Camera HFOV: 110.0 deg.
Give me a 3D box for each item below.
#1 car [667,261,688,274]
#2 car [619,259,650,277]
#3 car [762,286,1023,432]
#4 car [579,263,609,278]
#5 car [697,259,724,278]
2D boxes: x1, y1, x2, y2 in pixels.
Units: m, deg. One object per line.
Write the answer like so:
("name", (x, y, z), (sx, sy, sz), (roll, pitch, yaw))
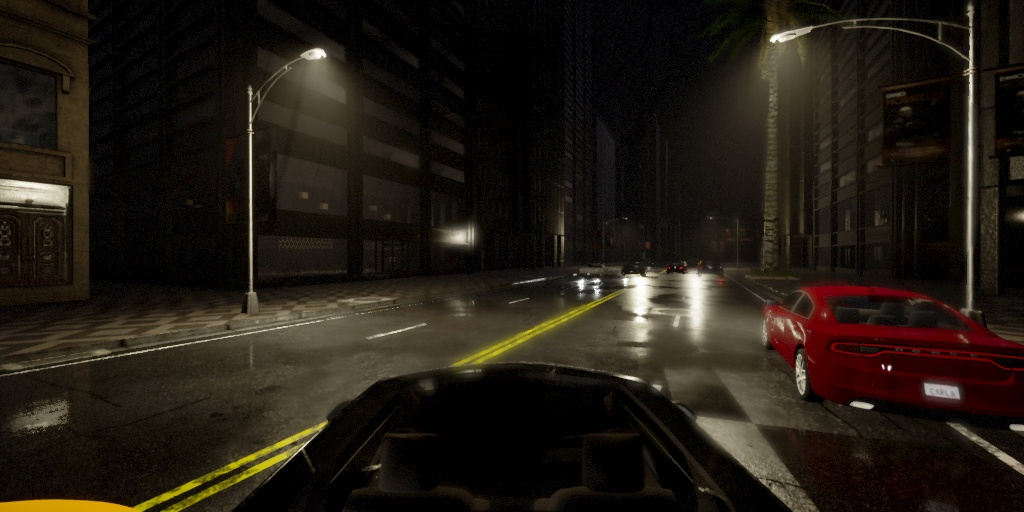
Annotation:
("car", (18.656, 1.317, 40.748), (2.033, 1.411, 5.357), (0, 0, 27))
("car", (12.261, 1.328, 35.865), (1.994, 1.385, 4.181), (0, 0, 27))
("car", (5.514, 1.228, 5.852), (1.882, 1.535, 5.008), (0, 0, 27))
("car", (7.965, 1.363, 34.619), (1.895, 1.301, 4.718), (0, 0, 27))
("car", (19.295, 1.118, 34.925), (2.097, 1.767, 4.553), (0, 0, 27))
